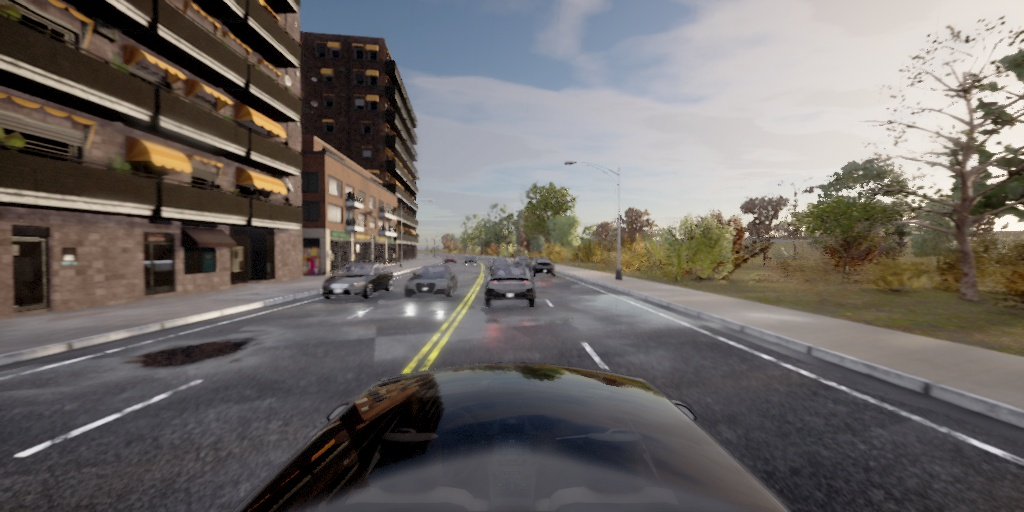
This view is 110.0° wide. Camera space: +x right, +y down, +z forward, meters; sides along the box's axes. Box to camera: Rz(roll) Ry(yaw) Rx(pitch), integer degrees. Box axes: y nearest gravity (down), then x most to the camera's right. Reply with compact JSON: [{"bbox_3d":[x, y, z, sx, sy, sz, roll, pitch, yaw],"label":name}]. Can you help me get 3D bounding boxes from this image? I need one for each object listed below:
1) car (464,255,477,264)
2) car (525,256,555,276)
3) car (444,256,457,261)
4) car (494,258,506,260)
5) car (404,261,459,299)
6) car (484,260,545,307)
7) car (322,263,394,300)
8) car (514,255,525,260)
[{"bbox_3d":[-6.678,0.583,58.478,1.994,1.385,4.181,0,1,-6],"label":"car"},{"bbox_3d":[2.449,0.887,30.376,1.837,1.490,4.892,0,1,-3],"label":"car"},{"bbox_3d":[-9.882,0.634,58.005,1.895,1.301,4.718,0,1,-6],"label":"car"},{"bbox_3d":[-1.175,0.878,36.080,1.994,1.385,4.181,0,1,-4],"label":"car"},{"bbox_3d":[-3.630,1.132,16.754,1.994,1.385,4.181,0,1,-2],"label":"car"},{"bbox_3d":[-0.118,1.083,14.519,2.128,1.511,4.902,0,1,-2],"label":"car"},{"bbox_3d":[-6.871,1.068,16.477,2.128,1.511,4.902,0,1,-2],"label":"car"},{"bbox_3d":[1.249,0.672,45.723,2.128,1.511,4.902,0,1,-5],"label":"car"}]
